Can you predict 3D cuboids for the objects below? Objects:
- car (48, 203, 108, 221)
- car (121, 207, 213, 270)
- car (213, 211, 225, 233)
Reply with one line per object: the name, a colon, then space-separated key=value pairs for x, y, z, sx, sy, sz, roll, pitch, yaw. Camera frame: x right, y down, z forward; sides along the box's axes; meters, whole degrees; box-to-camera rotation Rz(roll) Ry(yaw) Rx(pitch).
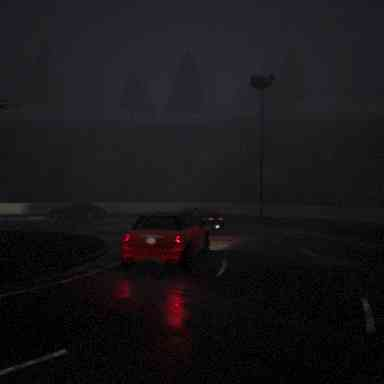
car: x=-9.894 y=1.691 z=28.912 sx=5.008 sy=1.535 sz=1.882 roll=0 pitch=-1 yaw=4
car: x=-0.728 y=1.458 z=11.699 sx=2.097 sy=1.767 sz=4.553 roll=0 pitch=-1 yaw=12
car: x=-0.009 y=1.700 z=20.641 sx=1.837 sy=1.490 sz=4.892 roll=3 pitch=-2 yaw=-36
